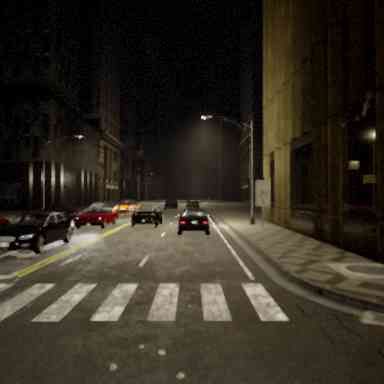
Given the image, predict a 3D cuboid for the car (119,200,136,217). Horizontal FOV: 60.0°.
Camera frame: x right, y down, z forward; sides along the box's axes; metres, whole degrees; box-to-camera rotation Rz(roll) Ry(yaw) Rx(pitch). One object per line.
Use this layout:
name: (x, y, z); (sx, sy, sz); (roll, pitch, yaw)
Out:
car: (-6.540, 1.609, 33.618); (2.097, 1.767, 4.553); (0, 0, 0)

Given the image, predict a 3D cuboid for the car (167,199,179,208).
car: (-3.154, 1.869, 51.788); (1.882, 1.535, 5.008); (0, 0, 0)

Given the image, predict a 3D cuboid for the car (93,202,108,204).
car: (-9.768, 1.814, 35.220); (2.033, 1.411, 5.357); (0, 0, 0)

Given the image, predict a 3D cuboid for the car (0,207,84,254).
car: (-6.597, 1.606, 14.150); (2.128, 1.511, 4.902); (0, 0, 0)

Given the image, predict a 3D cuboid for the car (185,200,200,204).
car: (0.097, 1.836, 44.724); (2.128, 1.511, 4.902); (0, 0, 0)

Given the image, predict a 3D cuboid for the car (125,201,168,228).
car: (-3.151, 1.684, 24.060); (2.128, 1.511, 4.902); (0, 0, 0)

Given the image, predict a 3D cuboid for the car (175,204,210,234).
car: (0.101, 1.714, 20.398); (2.033, 1.411, 5.357); (0, 0, 0)

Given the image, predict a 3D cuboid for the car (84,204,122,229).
car: (-6.591, 1.784, 23.412); (1.895, 1.301, 4.718); (0, 0, 0)

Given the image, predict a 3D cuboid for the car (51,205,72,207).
car: (-9.835, 1.716, 24.734); (1.812, 1.442, 4.674); (0, 0, 0)
